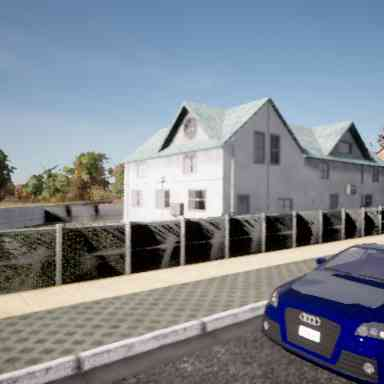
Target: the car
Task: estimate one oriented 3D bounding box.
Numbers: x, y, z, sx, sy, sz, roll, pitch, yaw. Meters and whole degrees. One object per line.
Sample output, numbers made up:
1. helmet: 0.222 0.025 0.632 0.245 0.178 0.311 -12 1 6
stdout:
1. car: 3.073 1.571 5.295 4.181 1.385 1.994 0 0 -36
